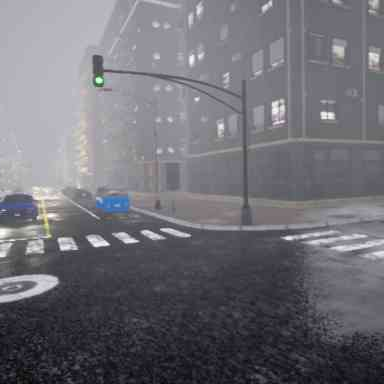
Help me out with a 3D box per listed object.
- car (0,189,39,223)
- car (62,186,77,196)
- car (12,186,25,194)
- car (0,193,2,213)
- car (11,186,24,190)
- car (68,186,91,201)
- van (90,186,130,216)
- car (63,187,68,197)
[{"bbox_3d":[-10.258,0.863,19.799,1.882,1.535,5.008,-3,3,-25],"label":"car"},{"bbox_3d":[-19.218,-0.222,52.080,1.802,1.307,4.206,-3,3,-25],"label":"car"},{"bbox_3d":[-33.387,-0.415,64.161,1.947,1.339,4.313,-3,3,-25],"label":"car"},{"bbox_3d":[-14.743,0.870,23.512,1.887,1.381,4.507,-3,3,-25],"label":"car"},{"bbox_3d":[-31.053,-0.233,59.073,1.802,1.307,4.206,-3,3,-25],"label":"car"},{"bbox_3d":[-12.218,0.252,36.815,1.947,1.339,4.313,-3,3,-25],"label":"car"},{"bbox_3d":[-5.221,0.513,21.539,1.690,1.788,3.998,-3,3,-25],"label":"van"},{"bbox_3d":[-16.957,-0.120,47.144,1.752,1.417,4.829,-3,3,-25],"label":"car"}]
